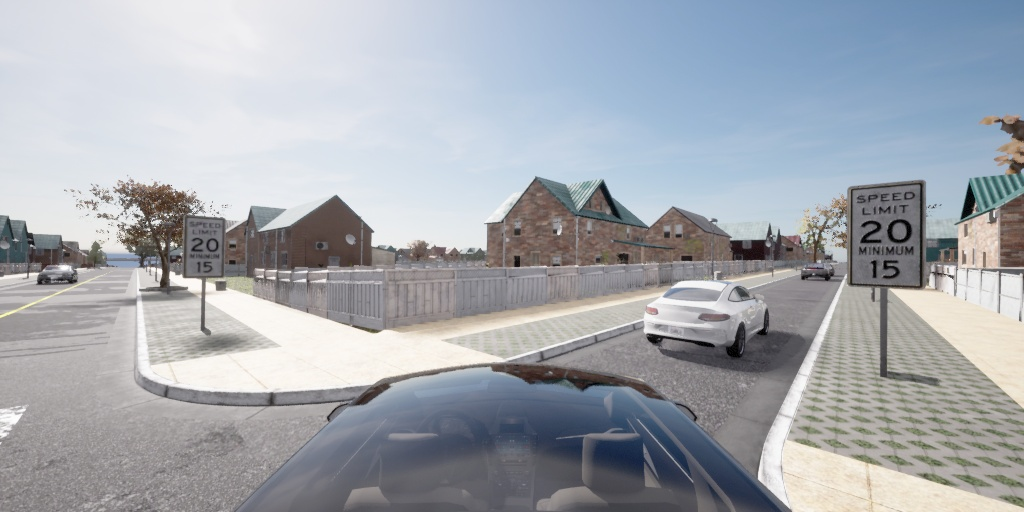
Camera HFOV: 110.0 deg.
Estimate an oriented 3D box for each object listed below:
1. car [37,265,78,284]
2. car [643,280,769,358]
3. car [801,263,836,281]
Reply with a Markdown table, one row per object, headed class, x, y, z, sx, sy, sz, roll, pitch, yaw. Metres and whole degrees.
| class | x | y | z | sx | sy | sz | roll | pitch | yaw |
| --- | --- | --- | --- | --- | --- | --- | --- | --- | --- |
| car | -38.665 | 1.565 | 30.607 | 4.902 | 1.511 | 2.128 | -1 | -2 | 44 |
| car | 4.776 | 1.293 | 8.632 | 1.812 | 1.442 | 4.674 | 0 | 0 | 44 |
| car | 27.212 | 1.370 | 32.062 | 2.128 | 1.511 | 4.902 | 0 | 0 | 44 |
